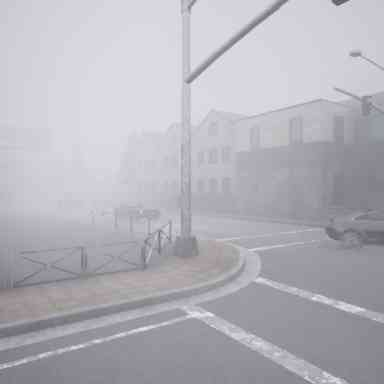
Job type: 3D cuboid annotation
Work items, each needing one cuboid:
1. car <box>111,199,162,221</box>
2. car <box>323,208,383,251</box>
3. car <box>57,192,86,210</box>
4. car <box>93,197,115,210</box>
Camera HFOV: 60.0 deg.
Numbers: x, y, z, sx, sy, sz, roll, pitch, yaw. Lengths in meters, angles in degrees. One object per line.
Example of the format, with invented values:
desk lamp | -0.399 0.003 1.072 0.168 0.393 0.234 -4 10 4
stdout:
car | -4.135 1.425 25.036 1.895 1.301 4.718 0 0 -35
car | 7.356 1.359 11.933 4.902 1.511 2.128 1 1 30
car | -14.491 1.047 39.732 2.150 2.045 5.566 0 0 -35
car | -10.516 1.328 40.428 1.837 1.490 4.892 0 0 -35
